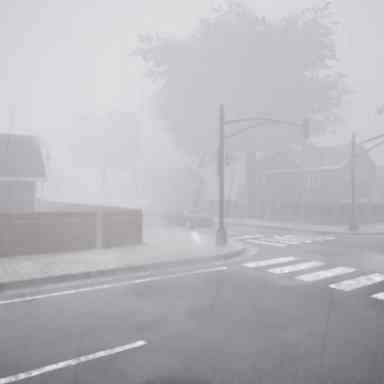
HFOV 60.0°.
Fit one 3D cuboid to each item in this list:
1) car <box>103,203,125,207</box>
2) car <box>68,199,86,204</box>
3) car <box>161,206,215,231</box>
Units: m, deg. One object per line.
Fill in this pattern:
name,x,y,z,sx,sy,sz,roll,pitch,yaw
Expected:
car,-8.610,1.937,36.587,2.128,1.511,4.902,0,-1,-31
car,-17.896,2.211,53.150,2.033,1.411,5.357,0,-1,-28
car,-0.379,1.804,23.573,1.882,1.535,5.008,0,-1,-34
